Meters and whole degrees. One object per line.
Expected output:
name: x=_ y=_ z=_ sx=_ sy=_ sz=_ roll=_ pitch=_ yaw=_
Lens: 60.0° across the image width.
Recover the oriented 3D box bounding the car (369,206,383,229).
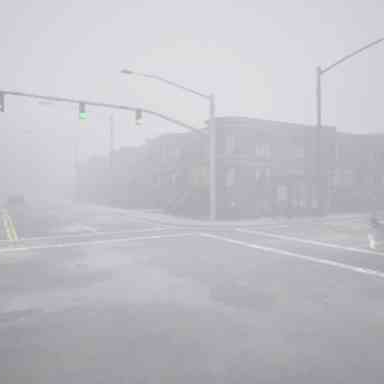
car: x=11.364 y=1.161 z=17.461 sx=4.902 sy=1.511 sz=2.128 roll=-1 pitch=1 yaw=-30

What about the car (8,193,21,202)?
car: x=-30.152 y=0.933 z=56.453 sx=1.812 sy=1.442 sz=4.674 roll=-1 pitch=1 yaw=-30

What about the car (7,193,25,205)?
car: x=-25.019 y=1.001 z=47.631 sx=1.837 sy=1.490 sz=4.892 roll=-1 pitch=1 yaw=-30
